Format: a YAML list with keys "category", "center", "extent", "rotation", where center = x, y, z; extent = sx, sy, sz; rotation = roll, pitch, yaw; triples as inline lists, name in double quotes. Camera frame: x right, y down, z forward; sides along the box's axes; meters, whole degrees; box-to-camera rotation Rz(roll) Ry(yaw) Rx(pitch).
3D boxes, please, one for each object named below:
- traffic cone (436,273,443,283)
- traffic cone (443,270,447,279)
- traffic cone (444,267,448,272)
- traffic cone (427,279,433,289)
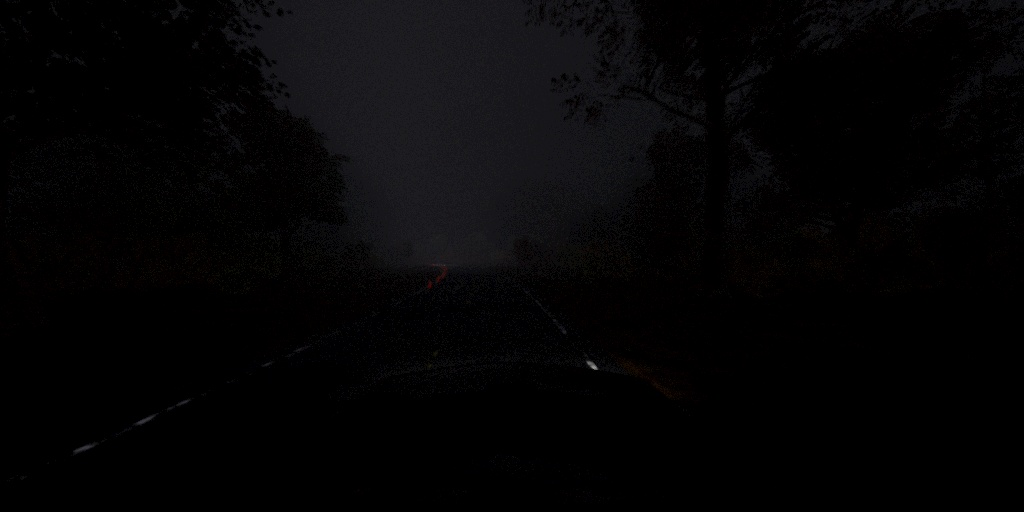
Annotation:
- category: "traffic cone"
  center: [-5.611, 1.735, 27.286]
  extent: [0.340, 0.580, 0.340]
  rotation: [0, 0, -6]
- category: "traffic cone"
  center: [-6.203, 1.737, 32.196]
  extent: [0.340, 0.580, 0.340]
  rotation: [0, 0, -7]
- category: "traffic cone"
  center: [-6.895, 1.739, 37.091]
  extent: [0.340, 0.580, 0.340]
  rotation: [0, 0, -9]
- category: "traffic cone"
  center: [-5.122, 1.734, 22.366]
  extent: [0.340, 0.580, 0.340]
  rotation: [0, 0, -5]
